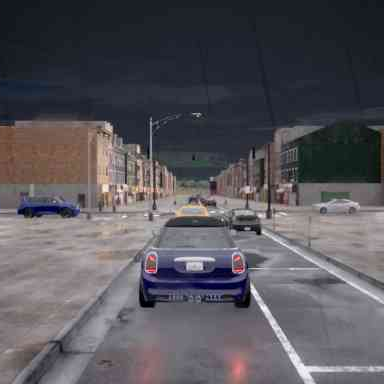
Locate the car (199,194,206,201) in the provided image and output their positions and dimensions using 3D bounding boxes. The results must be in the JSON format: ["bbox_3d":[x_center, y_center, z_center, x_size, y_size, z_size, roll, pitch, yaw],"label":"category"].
[{"bbox_3d":[2.808,1.585,61.753,1.802,1.307,4.206,-1,0,0],"label":"car"}]

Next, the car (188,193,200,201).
[{"bbox_3d":[0.277,1.509,71.480,1.837,1.490,4.892,0,0,0],"label":"car"}]

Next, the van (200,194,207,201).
[{"bbox_3d":[2.869,1.351,83.883,1.690,1.788,3.998,-1,0,0],"label":"van"}]

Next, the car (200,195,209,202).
[{"bbox_3d":[2.854,1.449,78.350,1.967,1.590,4.097,-1,0,0],"label":"car"}]

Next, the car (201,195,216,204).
[{"bbox_3d":[2.774,1.544,50.688,1.887,1.381,4.507,-1,0,0],"label":"car"}]

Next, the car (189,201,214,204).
[{"bbox_3d":[0.072,1.472,17.955,1.882,1.535,5.008,0,0,1],"label":"car"}]

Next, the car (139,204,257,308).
[{"bbox_3d":[0.071,1.349,8.078,2.097,1.767,4.553,0,0,1],"label":"car"}]

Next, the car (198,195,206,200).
[{"bbox_3d":[2.907,1.565,94.948,2.008,1.369,4.403,-1,0,0],"label":"car"}]

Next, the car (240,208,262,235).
[{"bbox_3d":[2.677,1.545,18.243,2.008,1.369,4.403,-1,0,0],"label":"car"}]

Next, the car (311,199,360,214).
[{"bbox_3d":[14.255,1.403,33.106,4.674,1.442,1.812,0,1,-2],"label":"car"}]

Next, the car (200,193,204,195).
[{"bbox_3d":[2.840,1.551,72.818,1.887,1.381,4.507,-1,0,0],"label":"car"}]

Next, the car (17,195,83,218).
[{"bbox_3d":[-12.847,1.334,30.234,5.566,2.045,2.150,0,1,0],"label":"car"}]
